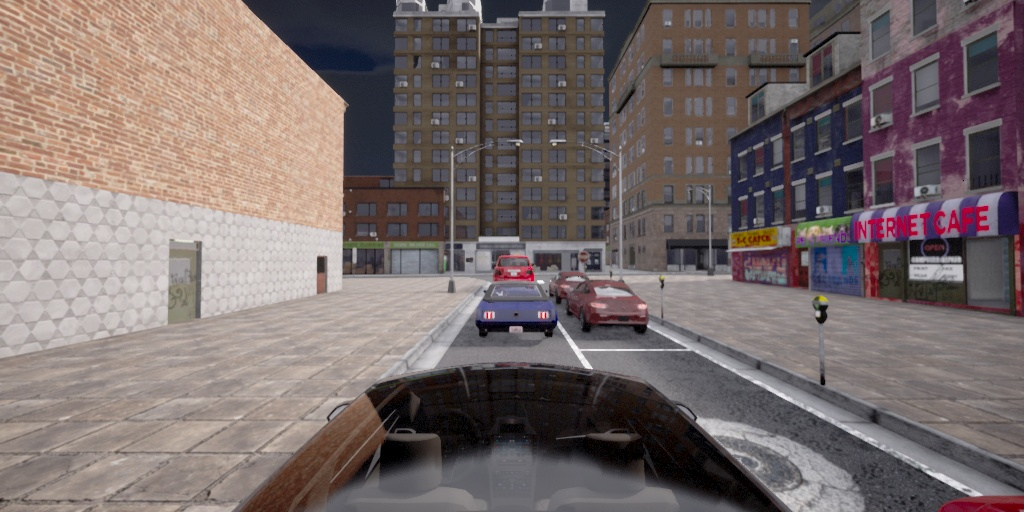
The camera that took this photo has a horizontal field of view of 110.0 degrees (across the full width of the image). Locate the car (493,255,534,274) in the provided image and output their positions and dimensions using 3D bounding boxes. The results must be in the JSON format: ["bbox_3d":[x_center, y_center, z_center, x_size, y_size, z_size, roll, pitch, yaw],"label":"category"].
[{"bbox_3d":[0.072,0.981,20.398,2.150,2.045,5.566,0,0,0],"label":"car"}]

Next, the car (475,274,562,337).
[{"bbox_3d":[0.102,1.353,10.227,1.895,1.301,4.718,0,0,0],"label":"car"}]

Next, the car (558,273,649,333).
[{"bbox_3d":[2.629,1.334,10.551,1.802,1.307,4.207,0,0,0],"label":"car"}]

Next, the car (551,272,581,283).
[{"bbox_3d":[2.623,1.338,15.989,1.802,1.307,4.207,0,0,0],"label":"car"}]
